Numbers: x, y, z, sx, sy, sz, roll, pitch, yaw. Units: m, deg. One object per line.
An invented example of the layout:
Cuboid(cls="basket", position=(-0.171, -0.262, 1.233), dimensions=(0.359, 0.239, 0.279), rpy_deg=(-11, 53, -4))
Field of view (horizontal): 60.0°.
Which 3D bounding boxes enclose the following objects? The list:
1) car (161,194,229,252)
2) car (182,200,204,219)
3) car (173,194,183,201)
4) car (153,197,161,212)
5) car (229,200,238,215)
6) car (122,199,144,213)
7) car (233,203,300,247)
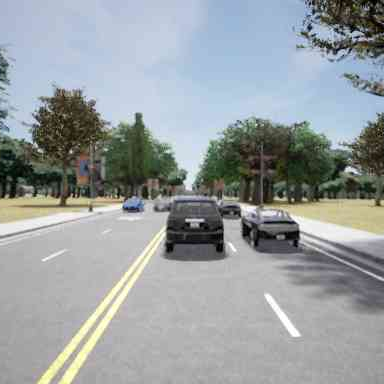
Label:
Cuboid(cls="car", position=(0.099, 1.213, 14.040), dimensions=(2.150, 2.045, 5.566), rpy_deg=(0, 0, 0))
Cuboid(cls="car", position=(0.103, 1.504, 30.408), dimensions=(1.837, 1.490, 4.892), rpy_deg=(0, 0, 0))
Cuboid(cls="car", position=(-3.226, 1.295, 79.041), dimensions=(2.128, 1.511, 4.902), rpy_deg=(0, 0, 0))
Cuboid(cls="car", position=(-3.332, 1.502, 37.934), dimensions=(2.128, 1.511, 4.902), rpy_deg=(0, 0, 0))
Cuboid(cls="car", position=(3.353, 1.504, 30.427), dimensions=(1.837, 1.490, 4.892), rpy_deg=(0, 0, 0))
Cuboid(cls="car", position=(-6.583, 1.487, 37.564), dimensions=(1.882, 1.535, 5.008), rpy_deg=(0, 0, 0))
Cuboid(cls="car", position=(3.348, 1.482, 14.946), dimensions=(2.128, 1.511, 4.902), rpy_deg=(0, 0, 0))
